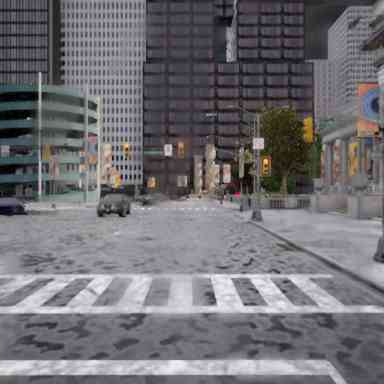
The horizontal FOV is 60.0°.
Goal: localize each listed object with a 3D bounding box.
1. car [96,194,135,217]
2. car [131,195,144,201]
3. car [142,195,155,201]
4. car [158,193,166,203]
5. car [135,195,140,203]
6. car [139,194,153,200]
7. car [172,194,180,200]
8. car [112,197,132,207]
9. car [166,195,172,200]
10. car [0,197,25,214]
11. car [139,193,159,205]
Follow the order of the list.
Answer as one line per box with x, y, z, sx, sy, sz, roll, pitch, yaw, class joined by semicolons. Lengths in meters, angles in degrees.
-7.084;1.186;30.643;2.150;2.045;5.566;0;0;0;car
-13.497;1.444;81.893;2.033;1.411;5.357;0;0;-21;car
-11.137;1.421;85.073;1.812;1.442;4.674;0;0;-25;car
-7.062;1.145;69.910;2.150;2.045;5.566;0;0;-3;car
-10.533;1.468;68.734;2.033;1.411;5.357;0;0;0;car
-13.072;1.394;94.337;1.994;1.385;4.181;0;0;-43;car
-4.769;1.399;87.967;1.837;1.490;4.892;0;0;-29;car
-10.570;1.489;50.684;2.033;1.411;5.357;0;0;0;car
-7.505;1.497;85.653;1.895;1.301;4.718;0;0;-25;car
-19.050;1.314;32.846;4.553;1.767;2.097;0;0;-26;car
-7.070;1.413;55.679;1.882;1.535;5.008;0;0;0;car
